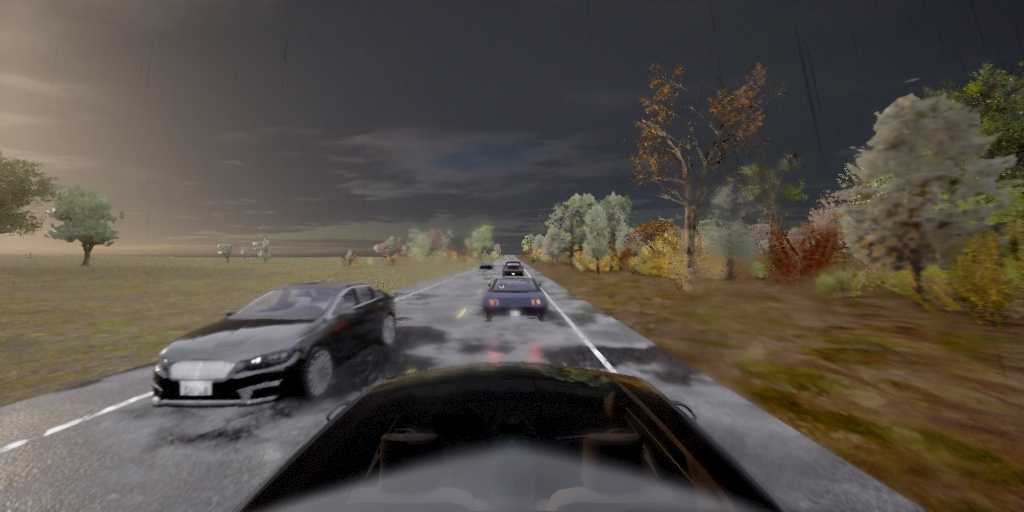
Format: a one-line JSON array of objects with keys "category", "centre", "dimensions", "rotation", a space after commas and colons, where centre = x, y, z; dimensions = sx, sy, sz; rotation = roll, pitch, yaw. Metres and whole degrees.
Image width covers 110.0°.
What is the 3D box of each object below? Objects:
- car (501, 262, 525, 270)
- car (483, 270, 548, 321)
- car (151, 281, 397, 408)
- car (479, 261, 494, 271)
[{"category": "car", "centre": [0.098, 1.242, 32.344], "dimensions": [1.837, 1.490, 4.892], "rotation": [0, 0, 0]}, {"category": "car", "centre": [0.100, 1.350, 12.419], "dimensions": [1.895, 1.301, 4.718], "rotation": [0, 0, 0]}, {"category": "car", "centre": [-3.600, 1.242, 6.536], "dimensions": [2.128, 1.511, 4.902], "rotation": [0, 0, 0]}, {"category": "car", "centre": [-3.505, 1.371, 49.509], "dimensions": [1.895, 1.301, 4.718], "rotation": [0, 0, 0]}]
